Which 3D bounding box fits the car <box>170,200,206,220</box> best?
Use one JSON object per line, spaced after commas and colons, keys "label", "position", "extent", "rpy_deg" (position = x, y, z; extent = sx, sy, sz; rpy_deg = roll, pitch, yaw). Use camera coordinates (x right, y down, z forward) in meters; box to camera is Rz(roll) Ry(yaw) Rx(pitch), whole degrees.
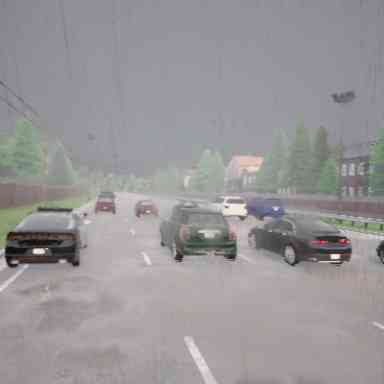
{"label": "car", "position": [-0.498, 1.565, 29.821], "extent": [2.128, 1.511, 4.902], "rpy_deg": [2, 0, -14]}

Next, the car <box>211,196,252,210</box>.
{"label": "car", "position": [3.067, 1.422, 29.993], "extent": [2.150, 2.045, 5.566], "rpy_deg": [2, 0, -14]}

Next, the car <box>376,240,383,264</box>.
{"label": "car", "position": [7.873, 1.838, 10.020], "extent": [1.812, 1.442, 4.674], "rpy_deg": [2, 0, -14]}

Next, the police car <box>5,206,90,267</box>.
{"label": "police car", "position": [-4.503, 1.298, 10.994], "extent": [1.930, 1.638, 5.238], "rpy_deg": [2, 0, -14]}

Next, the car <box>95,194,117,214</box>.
{"label": "car", "position": [-8.402, 1.276, 32.443], "extent": [1.882, 1.535, 5.008], "rpy_deg": [2, 0, -13]}

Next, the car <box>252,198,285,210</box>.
{"label": "car", "position": [6.480, 1.547, 30.768], "extent": [2.150, 2.045, 5.566], "rpy_deg": [2, 0, -14]}

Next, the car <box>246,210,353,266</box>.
{"label": "car", "position": [3.729, 1.676, 12.335], "extent": [1.837, 1.490, 4.892], "rpy_deg": [2, 0, -14]}

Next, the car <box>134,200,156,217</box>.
{"label": "car", "position": [-4.170, 1.468, 30.060], "extent": [1.812, 1.442, 4.674], "rpy_deg": [2, 0, -14]}

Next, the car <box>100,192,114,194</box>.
{"label": "car", "position": [-10.874, 0.964, 42.596], "extent": [2.150, 2.045, 5.566], "rpy_deg": [2, 0, -13]}

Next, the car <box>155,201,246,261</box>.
{"label": "car", "position": [0.061, 1.393, 12.650], "extent": [2.097, 1.767, 4.553], "rpy_deg": [2, 0, -14]}
